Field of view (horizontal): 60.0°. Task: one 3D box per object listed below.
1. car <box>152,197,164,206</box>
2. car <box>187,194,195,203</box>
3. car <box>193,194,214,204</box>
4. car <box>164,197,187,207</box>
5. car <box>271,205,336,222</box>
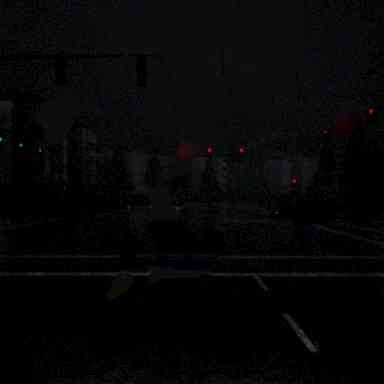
[{"bbox_3d":[-5.647,1.668,59.533,1.882,1.535,5.008,0,0,14],"label":"car"},{"bbox_3d":[0.435,1.447,73.981,2.150,2.045,5.566,0,0,31],"label":"car"},{"bbox_3d":[2.897,1.765,71.317,2.033,1.411,5.357,0,0,31],"label":"car"},{"bbox_3d":[-2.778,1.657,56.281,1.882,1.535,5.008,0,0,12],"label":"car"},{"bbox_3d":[8.743,1.691,26.524,4.718,1.301,1.895,0,0,1],"label":"car"}]
